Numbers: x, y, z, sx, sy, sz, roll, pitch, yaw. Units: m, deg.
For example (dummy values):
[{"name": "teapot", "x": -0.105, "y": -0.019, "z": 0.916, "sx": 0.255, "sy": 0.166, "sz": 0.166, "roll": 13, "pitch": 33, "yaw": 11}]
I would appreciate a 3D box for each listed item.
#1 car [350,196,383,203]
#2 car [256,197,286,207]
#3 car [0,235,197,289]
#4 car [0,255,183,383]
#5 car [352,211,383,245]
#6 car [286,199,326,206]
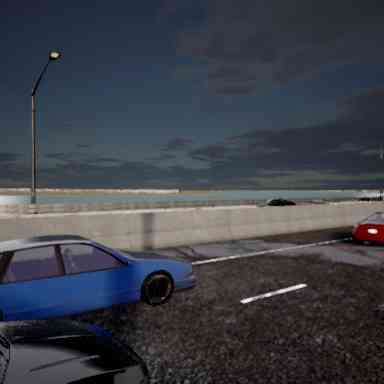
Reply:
[{"name": "car", "x": 17.610, "y": 1.214, "z": 33.563, "sx": 4.553, "sy": 1.767, "sz": 2.097, "roll": 0, "pitch": 0, "yaw": -35}, {"name": "car", "x": 9.101, "y": 1.363, "z": 36.156, "sx": 5.008, "sy": 1.535, "sz": 1.882, "roll": 0, "pitch": 0, "yaw": -35}, {"name": "car", "x": -2.522, "y": 1.541, "z": 6.250, "sx": 5.357, "sy": 1.411, "sz": 2.033, "roll": 0, "pitch": 0, "yaw": -35}, {"name": "car", "x": -2.548, "y": 1.504, "z": 1.919, "sx": 4.892, "sy": 1.490, "sz": 1.837, "roll": 1, "pitch": -1, "yaw": -36}, {"name": "car", "x": 8.725, "y": 1.502, "z": 14.243, "sx": 4.181, "sy": 1.385, "sz": 1.994, "roll": 0, "pitch": 0, "yaw": -36}, {"name": "car", "x": 12.180, "y": 1.480, "z": 34.042, "sx": 4.718, "sy": 1.301, "sz": 1.895, "roll": 0, "pitch": 0, "yaw": -35}]
